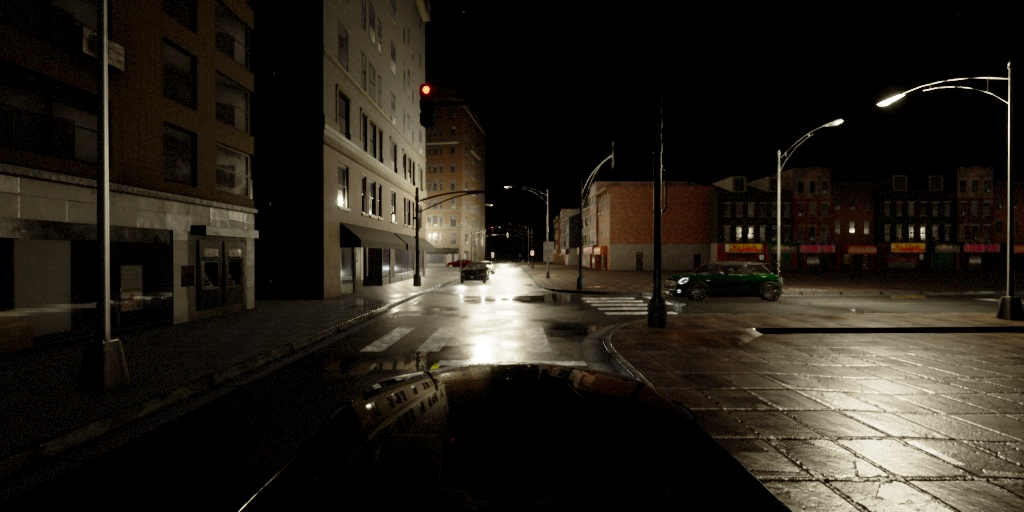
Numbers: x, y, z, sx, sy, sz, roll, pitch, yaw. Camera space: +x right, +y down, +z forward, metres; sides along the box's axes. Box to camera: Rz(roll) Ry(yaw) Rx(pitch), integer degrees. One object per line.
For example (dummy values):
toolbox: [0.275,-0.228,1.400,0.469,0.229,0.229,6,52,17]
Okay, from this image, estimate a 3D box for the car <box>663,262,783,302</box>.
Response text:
car: [9.302,1.059,16.135,4.553,1.767,2.097,0,0,3]

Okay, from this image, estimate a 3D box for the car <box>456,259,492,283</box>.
car: [-2.838,1.231,27.929,1.882,1.535,5.008,0,0,0]

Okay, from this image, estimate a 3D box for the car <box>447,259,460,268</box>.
car: [-8.831,1.283,62.343,5.008,1.535,1.882,0,0,9]

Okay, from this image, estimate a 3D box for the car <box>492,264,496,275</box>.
car: [-2.850,1.283,39.186,1.812,1.442,4.674,0,0,0]
